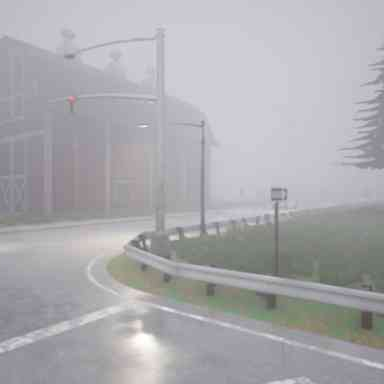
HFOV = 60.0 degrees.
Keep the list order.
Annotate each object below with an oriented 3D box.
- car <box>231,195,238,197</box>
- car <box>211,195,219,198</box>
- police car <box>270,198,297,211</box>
[{"bbox_3d":[11.433,1.479,90.102,1.784,1.438,3.905,0,0,36],"label":"car"},{"bbox_3d":[4.863,1.466,78.977,1.816,1.474,4.193,0,0,36],"label":"car"},{"bbox_3d":[11.536,1.508,41.875,2.038,1.542,4.974,0,0,37],"label":"police car"}]
